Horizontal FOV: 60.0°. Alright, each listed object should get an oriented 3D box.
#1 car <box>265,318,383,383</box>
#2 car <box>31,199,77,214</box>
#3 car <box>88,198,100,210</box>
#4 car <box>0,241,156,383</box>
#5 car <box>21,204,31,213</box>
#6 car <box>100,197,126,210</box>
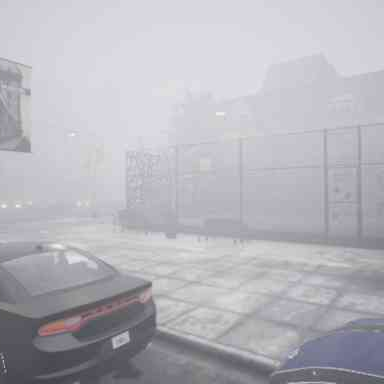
[{"bbox_3d":[2.497,1.345,1.524,4.553,1.767,2.185,-1,0,35],"label":"car"},{"bbox_3d":[-16.091,1.630,39.472,2.097,1.767,4.553,-1,0,35],"label":"car"},{"bbox_3d":[-13.259,1.657,49.611,2.097,1.767,4.553,-1,0,35],"label":"car"},{"bbox_3d":[-2.816,1.520,5.137,5.008,1.535,2.097,-1,0,35],"label":"car"},{"bbox_3d":[-18.808,1.809,41.696,1.837,1.490,4.892,-1,0,35],"label":"car"},{"bbox_3d":[-10.461,1.841,47.499,1.994,1.385,4.181,-1,0,35],"label":"car"}]
